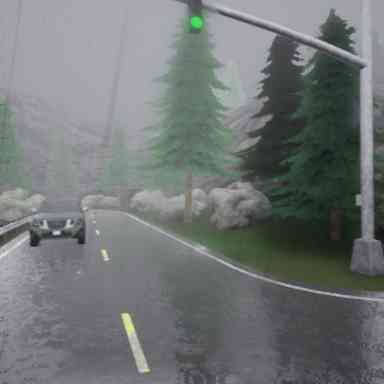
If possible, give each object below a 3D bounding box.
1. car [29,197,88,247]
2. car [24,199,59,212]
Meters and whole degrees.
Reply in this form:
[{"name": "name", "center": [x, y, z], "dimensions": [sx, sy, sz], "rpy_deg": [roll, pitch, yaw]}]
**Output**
[{"name": "car", "center": [-6.250, 1.283, 15.924], "dimensions": [2.150, 2.045, 5.566], "rpy_deg": [0, 0, -18]}, {"name": "car", "center": [-19.460, 1.707, 42.959], "dimensions": [4.674, 1.442, 1.812], "rpy_deg": [-1, 0, 31]}]
